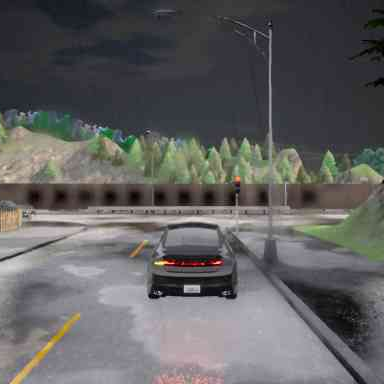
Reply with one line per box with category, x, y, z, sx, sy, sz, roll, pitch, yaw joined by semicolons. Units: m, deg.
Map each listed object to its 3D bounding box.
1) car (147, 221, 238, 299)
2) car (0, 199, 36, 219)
car;0.025;1.505;8.429;1.837;1.490;4.892;0;0;1
car;-15.220;1.352;27.102;4.553;1.767;2.097;0;0;0
